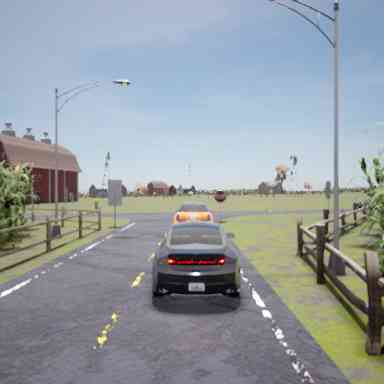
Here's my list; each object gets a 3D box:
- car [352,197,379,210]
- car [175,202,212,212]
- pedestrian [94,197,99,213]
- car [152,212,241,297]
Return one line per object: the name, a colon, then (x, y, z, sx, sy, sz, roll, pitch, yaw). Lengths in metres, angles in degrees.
car: (19.976, 1.206, 36.660, 4.181, 1.385, 1.994, -1, 0, -5)
car: (0.075, 1.347, 18.822, 2.097, 1.767, 4.553, 0, 0, 0)
pedestrian: (-11.219, 1.478, 39.133, 0.375, 1.860, 0.375, 0, 0, 4)
car: (0.090, 1.503, 8.555, 1.837, 1.490, 4.892, 0, 0, 0)
